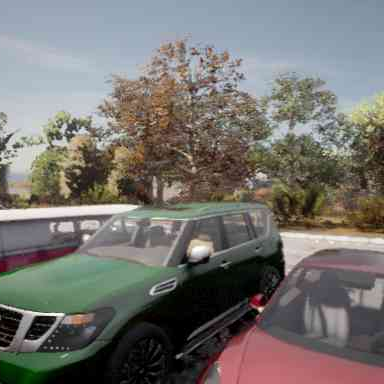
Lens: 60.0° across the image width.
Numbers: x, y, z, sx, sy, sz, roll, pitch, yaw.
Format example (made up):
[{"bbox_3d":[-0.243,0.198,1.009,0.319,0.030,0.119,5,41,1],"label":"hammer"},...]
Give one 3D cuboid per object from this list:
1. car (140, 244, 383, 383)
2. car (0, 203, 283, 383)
[{"bbox_3d":[1.918,1.509,3.742,2.163,1.488,4.792,0,0,36],"label":"car"},{"bbox_3d":[-0.323,1.236,5.342,2.435,2.045,5.566,-1,-1,35],"label":"car"}]
